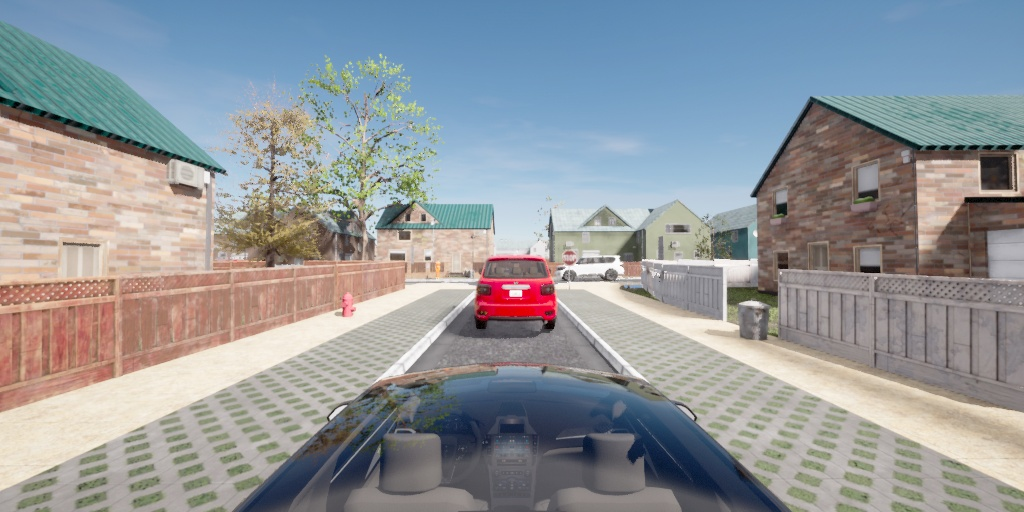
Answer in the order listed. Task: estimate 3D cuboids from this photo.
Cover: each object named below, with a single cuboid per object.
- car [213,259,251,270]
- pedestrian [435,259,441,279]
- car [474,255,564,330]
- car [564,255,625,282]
[{"bbox_3d":[-24.307,1.323,29.620,5.566,2.045,2.150,-1,-1,1],"label":"car"},{"bbox_3d":[-6.727,1.129,32.313,0.375,1.860,0.375,0,-1,1],"label":"pedestrian"},{"bbox_3d":[0.095,0.980,11.251,2.150,2.045,5.566,0,0,0],"label":"car"},{"bbox_3d":[6.274,1.008,29.239,5.566,2.045,2.150,-1,-1,1],"label":"car"}]
